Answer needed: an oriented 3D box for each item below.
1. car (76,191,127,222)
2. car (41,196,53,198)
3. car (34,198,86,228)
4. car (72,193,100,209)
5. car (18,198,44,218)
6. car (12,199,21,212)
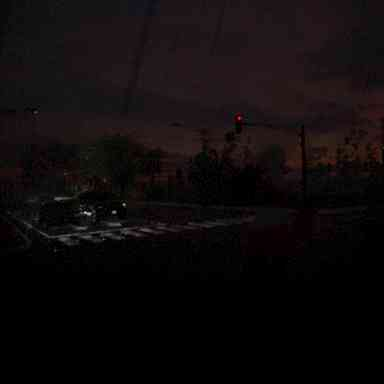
[{"bbox_3d":[-6.734,1.005,24.664,2.150,2.045,5.566,-3,2,-33],"label":"car"},{"bbox_3d":[-18.896,1.298,43.492,1.882,1.535,5.008,-3,2,-33],"label":"car"},{"bbox_3d":[-8.875,1.409,22.019,1.882,1.535,5.008,-3,2,-33],"label":"car"},{"bbox_3d":[-13.082,1.005,40.812,2.097,1.767,4.553,-3,2,-33],"label":"car"},{"bbox_3d":[-14.323,1.550,30.445,1.895,1.301,4.718,-3,2,-33],"label":"car"},{"bbox_3d":[-20.605,1.515,40.149,2.033,1.411,5.357,-3,2,-33],"label":"car"}]
